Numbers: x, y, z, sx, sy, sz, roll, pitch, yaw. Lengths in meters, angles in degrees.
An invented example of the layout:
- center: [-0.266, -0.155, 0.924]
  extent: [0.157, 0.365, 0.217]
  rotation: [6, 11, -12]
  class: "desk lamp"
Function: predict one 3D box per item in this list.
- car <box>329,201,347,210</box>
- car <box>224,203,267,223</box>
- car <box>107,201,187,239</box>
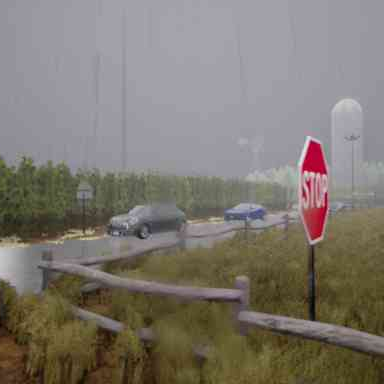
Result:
- center: [16.060, 1.714, 37.330]
  extent: [2.033, 1.411, 5.357]
  rotation: [-1, 0, 35]
  class: "car"
- center: [4.378, 1.607, 26.734]
  extent: [1.882, 1.535, 5.008]
  rotation: [-1, -1, 35]
  class: "car"
- center: [-2.260, 1.388, 17.504]
  extent: [2.097, 1.767, 4.553]
  rotation: [-1, -1, 36]
  class: "car"
